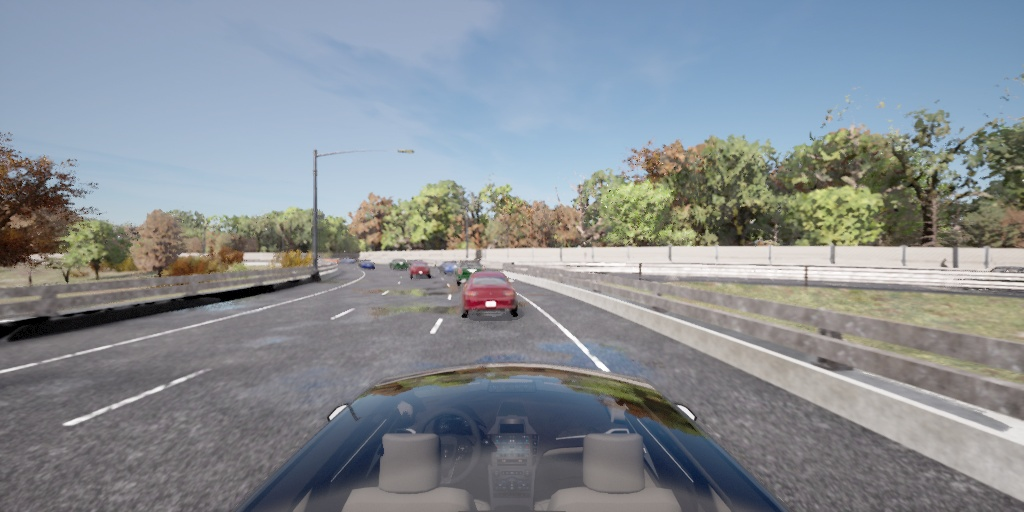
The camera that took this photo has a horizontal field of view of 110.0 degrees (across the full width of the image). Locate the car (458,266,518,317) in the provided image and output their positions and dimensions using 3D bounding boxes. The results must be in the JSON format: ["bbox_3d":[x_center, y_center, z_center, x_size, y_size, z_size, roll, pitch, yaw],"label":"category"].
[{"bbox_3d":[-0.882,1.283,13.146,1.812,1.442,4.674,0,0,-6],"label":"car"}]

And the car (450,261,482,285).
[{"bbox_3d":[-3.234,1.120,26.728,2.097,1.767,4.553,0,0,-13],"label":"car"}]

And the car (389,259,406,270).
[{"bbox_3d":[-16.930,1.157,53.235,2.097,1.767,4.553,0,0,-28],"label":"car"}]

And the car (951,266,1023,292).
[{"bbox_3d":[31.682,1.442,22.901,4.553,1.767,2.097,2,1,30],"label":"car"}]

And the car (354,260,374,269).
[{"bbox_3d":[-23.393,1.384,57.316,1.994,1.385,4.181,0,0,-33],"label":"car"}]

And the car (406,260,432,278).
[{"bbox_3d":[-8.950,1.308,34.617,1.812,1.442,4.674,0,0,-17],"label":"car"}]

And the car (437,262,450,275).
[{"bbox_3d":[-7.112,1.330,40.199,2.033,1.411,5.357,0,0,-20],"label":"car"}]
